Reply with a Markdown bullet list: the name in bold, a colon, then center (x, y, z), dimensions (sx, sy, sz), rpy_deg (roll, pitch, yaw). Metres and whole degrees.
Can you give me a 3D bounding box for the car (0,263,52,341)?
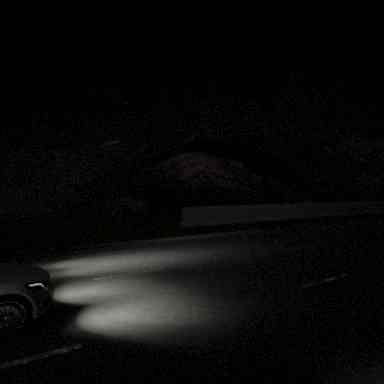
- **car**: center (-4.553, 1.526, 4.815), dimensions (4.674, 1.442, 1.812), rpy_deg (0, 0, -36)
